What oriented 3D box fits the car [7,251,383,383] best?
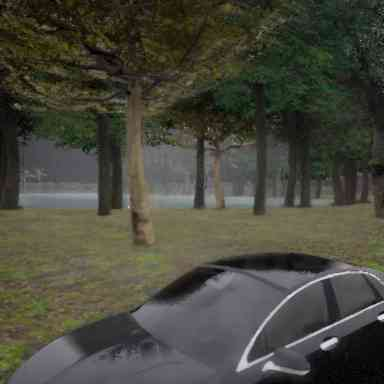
[{"bbox_3d":[0.712,1.504,3.579,4.892,1.490,1.837,0,0,-35],"label":"car"}]
